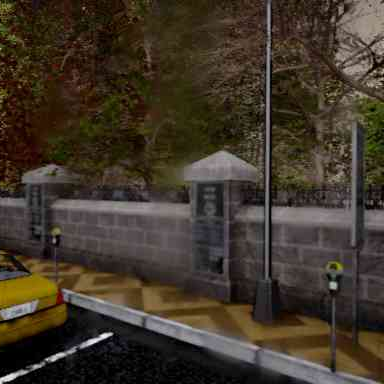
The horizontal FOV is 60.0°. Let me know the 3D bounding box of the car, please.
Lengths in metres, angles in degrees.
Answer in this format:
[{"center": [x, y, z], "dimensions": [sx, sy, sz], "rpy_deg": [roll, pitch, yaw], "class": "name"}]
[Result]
[{"center": [-4.106, 1.477, 5.629], "dimensions": [4.829, 1.417, 1.752], "rpy_deg": [1, 0, 35], "class": "car"}]
